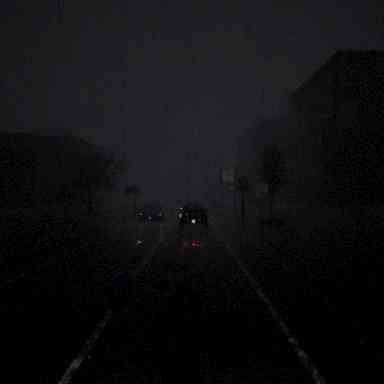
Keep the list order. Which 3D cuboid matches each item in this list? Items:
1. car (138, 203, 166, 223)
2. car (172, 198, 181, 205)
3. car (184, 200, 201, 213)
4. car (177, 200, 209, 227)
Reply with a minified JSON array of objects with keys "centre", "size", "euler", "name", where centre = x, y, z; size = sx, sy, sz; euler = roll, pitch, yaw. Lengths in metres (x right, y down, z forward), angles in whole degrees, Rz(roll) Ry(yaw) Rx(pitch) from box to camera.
[{"centre":[-3.090,1.597,26.583],"size":[1.812,1.442,4.674],"euler":[1,1,0],"name":"car"},{"centre":[-2.992,2.021,68.908],"size":[1.994,1.385,4.181],"euler":[0,0,0],"name":"car"},{"centre":[0.092,1.812,41.914],"size":[2.033,1.411,5.357],"euler":[0,-1,0],"name":"car"},{"centre":[0.099,1.585,23.306],"size":[1.837,1.490,4.892],"euler":[0,0,0],"name":"car"}]
